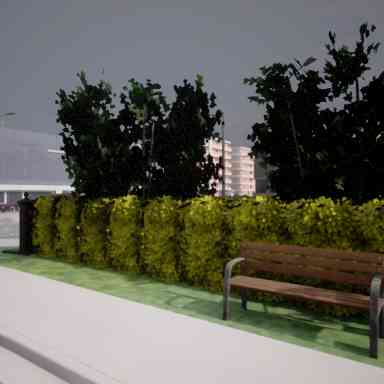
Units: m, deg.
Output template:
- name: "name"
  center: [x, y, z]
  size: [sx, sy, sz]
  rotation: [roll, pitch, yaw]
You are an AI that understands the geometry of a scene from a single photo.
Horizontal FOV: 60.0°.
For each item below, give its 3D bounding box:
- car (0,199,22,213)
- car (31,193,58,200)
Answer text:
- name: "car"
  center: [-19.062, 1.502, 37.544]
  size: [2.033, 1.411, 5.357]
  rotation: [0, 0, 35]
- name: "car"
  center: [-15.236, 1.166, 36.874]
  size: [2.150, 2.045, 5.566]
  rotation: [0, 0, 36]
